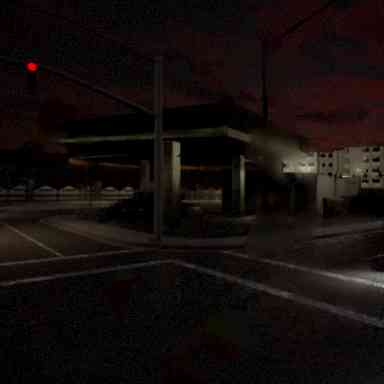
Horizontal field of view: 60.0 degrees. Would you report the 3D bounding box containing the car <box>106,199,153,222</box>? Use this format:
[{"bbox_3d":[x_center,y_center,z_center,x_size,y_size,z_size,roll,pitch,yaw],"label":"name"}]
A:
[{"bbox_3d":[-4.878,1.359,25.602,2.242,1.667,4.611,0,0,-36],"label":"car"}]

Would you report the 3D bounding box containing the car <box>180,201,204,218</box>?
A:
[{"bbox_3d":[-0.697,1.542,29.613,1.970,1.475,3.806,0,0,-36],"label":"car"}]
